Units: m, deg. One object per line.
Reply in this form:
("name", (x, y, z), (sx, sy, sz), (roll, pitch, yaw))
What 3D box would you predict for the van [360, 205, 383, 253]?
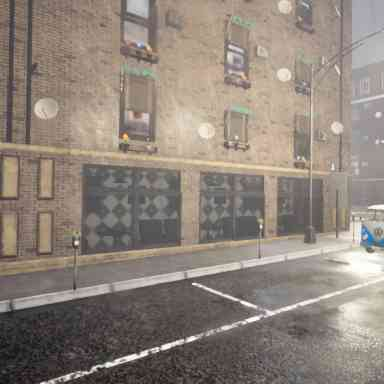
("van", (7.800, 1.345, 12.215), (3.998, 1.788, 1.690), (0, 1, -35))
